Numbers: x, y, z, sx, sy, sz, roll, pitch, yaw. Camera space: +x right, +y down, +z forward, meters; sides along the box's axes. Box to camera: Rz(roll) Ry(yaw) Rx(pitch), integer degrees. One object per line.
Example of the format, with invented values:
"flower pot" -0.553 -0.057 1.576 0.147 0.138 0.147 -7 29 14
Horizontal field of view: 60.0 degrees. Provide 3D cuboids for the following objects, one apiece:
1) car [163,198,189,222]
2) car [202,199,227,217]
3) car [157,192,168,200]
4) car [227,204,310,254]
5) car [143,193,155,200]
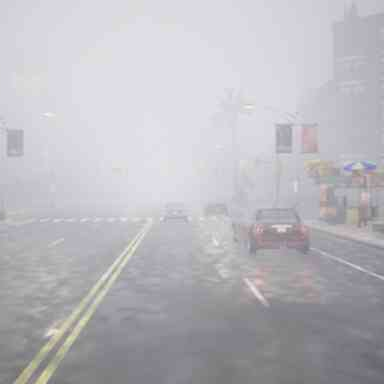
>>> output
"car" -1.235 1.461 25.076 2.033 1.411 5.357 0 0 -3
"car" 2.023 1.356 30.315 1.882 1.535 5.008 0 0 -3
"car" -8.134 0.939 87.781 2.150 2.045 5.566 0 0 -3
"car" 2.918 1.289 13.316 2.097 1.767 4.553 0 0 -3
"car" -11.608 1.087 87.207 2.097 1.767 4.553 0 0 -3
